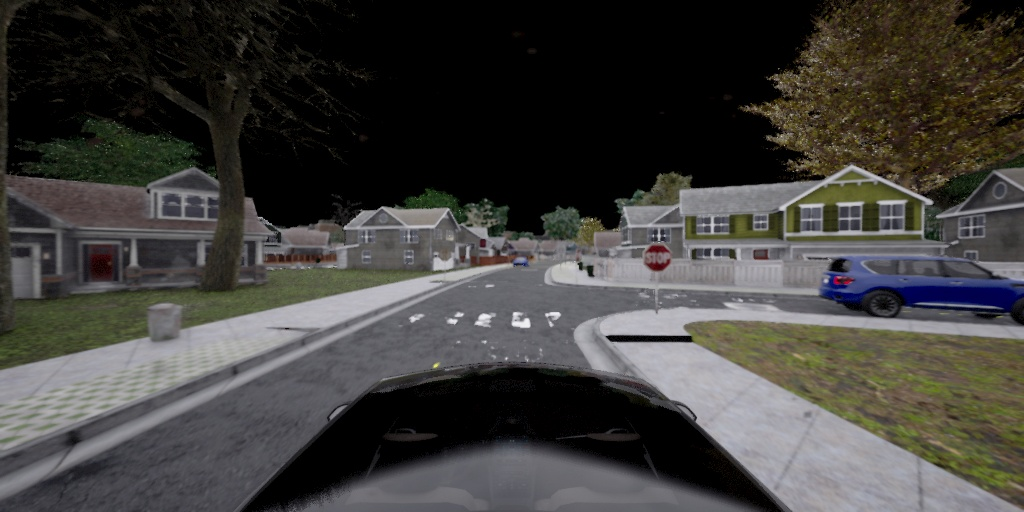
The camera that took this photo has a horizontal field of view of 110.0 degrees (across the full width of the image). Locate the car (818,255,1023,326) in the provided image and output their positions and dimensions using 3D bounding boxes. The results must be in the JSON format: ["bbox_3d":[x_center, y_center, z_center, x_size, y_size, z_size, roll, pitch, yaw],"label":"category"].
[{"bbox_3d":[13.676,1.005,11.746,5.566,2.045,2.150,1,1,25],"label":"car"}]

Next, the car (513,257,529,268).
[{"bbox_3d":[1.352,0.884,52.771,1.882,1.535,5.008,0,0,9],"label":"car"}]
